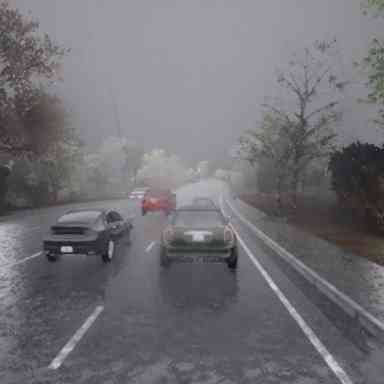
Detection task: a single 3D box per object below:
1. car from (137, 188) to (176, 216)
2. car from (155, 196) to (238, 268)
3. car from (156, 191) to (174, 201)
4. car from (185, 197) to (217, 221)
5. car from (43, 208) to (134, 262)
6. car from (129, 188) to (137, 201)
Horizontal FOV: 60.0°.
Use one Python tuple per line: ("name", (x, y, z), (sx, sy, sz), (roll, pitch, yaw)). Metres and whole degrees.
("car", (-2.589, 0.758, 26.823), (2.150, 2.045, 5.566), (0, 1, 4))
("car", (0.239, 1.165, 10.724), (2.097, 1.767, 4.553), (0, 1, 2))
("car", (-4.268, 0.626, 53.217), (2.033, 1.411, 5.357), (0, 1, 5))
("car", (0.746, 1.129, 24.130), (2.033, 1.411, 5.357), (0, 1, 4))
("car", (-3.245, 1.302, 11.277), (1.837, 1.490, 4.892), (0, -1, 2))
("car", (-7.975, 0.336, 51.148), (2.150, 2.045, 5.566), (0, 1, 5))
